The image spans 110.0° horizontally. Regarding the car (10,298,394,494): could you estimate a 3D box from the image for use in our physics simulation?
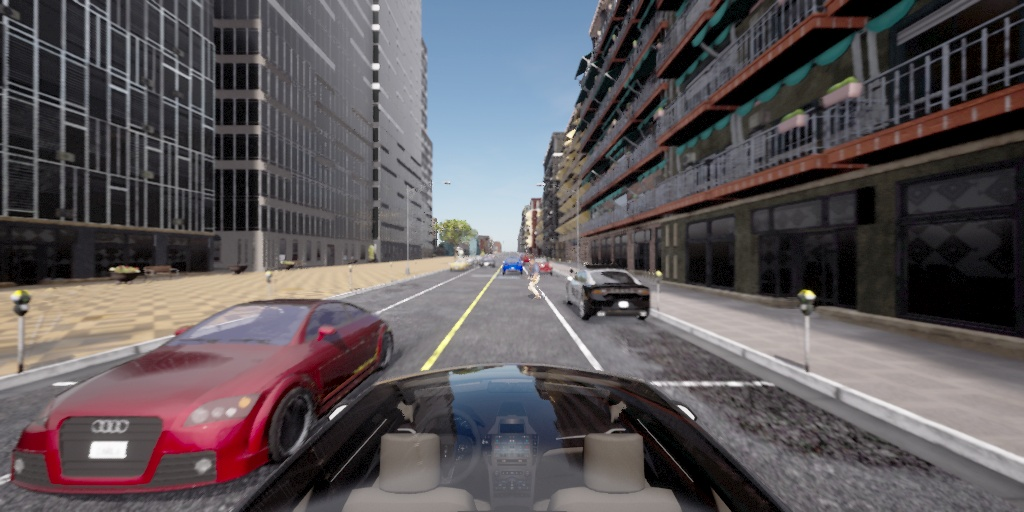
[{"bbox_3d":[-3.099,1.284,4.742,1.994,1.385,4.181,0,1,0],"label":"car"}]

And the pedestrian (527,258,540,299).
[{"bbox_3d":[0.933,0.910,15.144,0.375,1.860,0.375,1,0,-3],"label":"pedestrian"}]

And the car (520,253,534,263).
[{"bbox_3d":[2.702,0.500,56.387,2.192,1.841,5.009,0,0,0],"label":"car"}]

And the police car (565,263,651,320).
[{"bbox_3d":[3.002,1.073,12.235,1.930,1.638,5.238,0,1,0],"label":"police car"}]

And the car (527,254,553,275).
[{"bbox_3d":[2.698,0.867,33.804,1.967,1.591,4.097,0,0,0],"label":"car"}]

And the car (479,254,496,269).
[{"bbox_3d":[-3.064,0.790,46.017,2.128,1.511,4.902,0,1,0],"label":"car"}]

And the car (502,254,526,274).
[{"bbox_3d":[0.075,0.897,34.530,1.882,1.535,5.008,0,1,0],"label":"car"}]

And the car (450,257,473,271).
[{"bbox_3d":[-5.682,0.894,39.252,1.751,1.417,4.829,0,0,0],"label":"car"}]

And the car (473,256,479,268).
[{"bbox_3d":[-5.681,0.859,45.068,2.007,1.370,4.403,0,0,0],"label":"car"}]
